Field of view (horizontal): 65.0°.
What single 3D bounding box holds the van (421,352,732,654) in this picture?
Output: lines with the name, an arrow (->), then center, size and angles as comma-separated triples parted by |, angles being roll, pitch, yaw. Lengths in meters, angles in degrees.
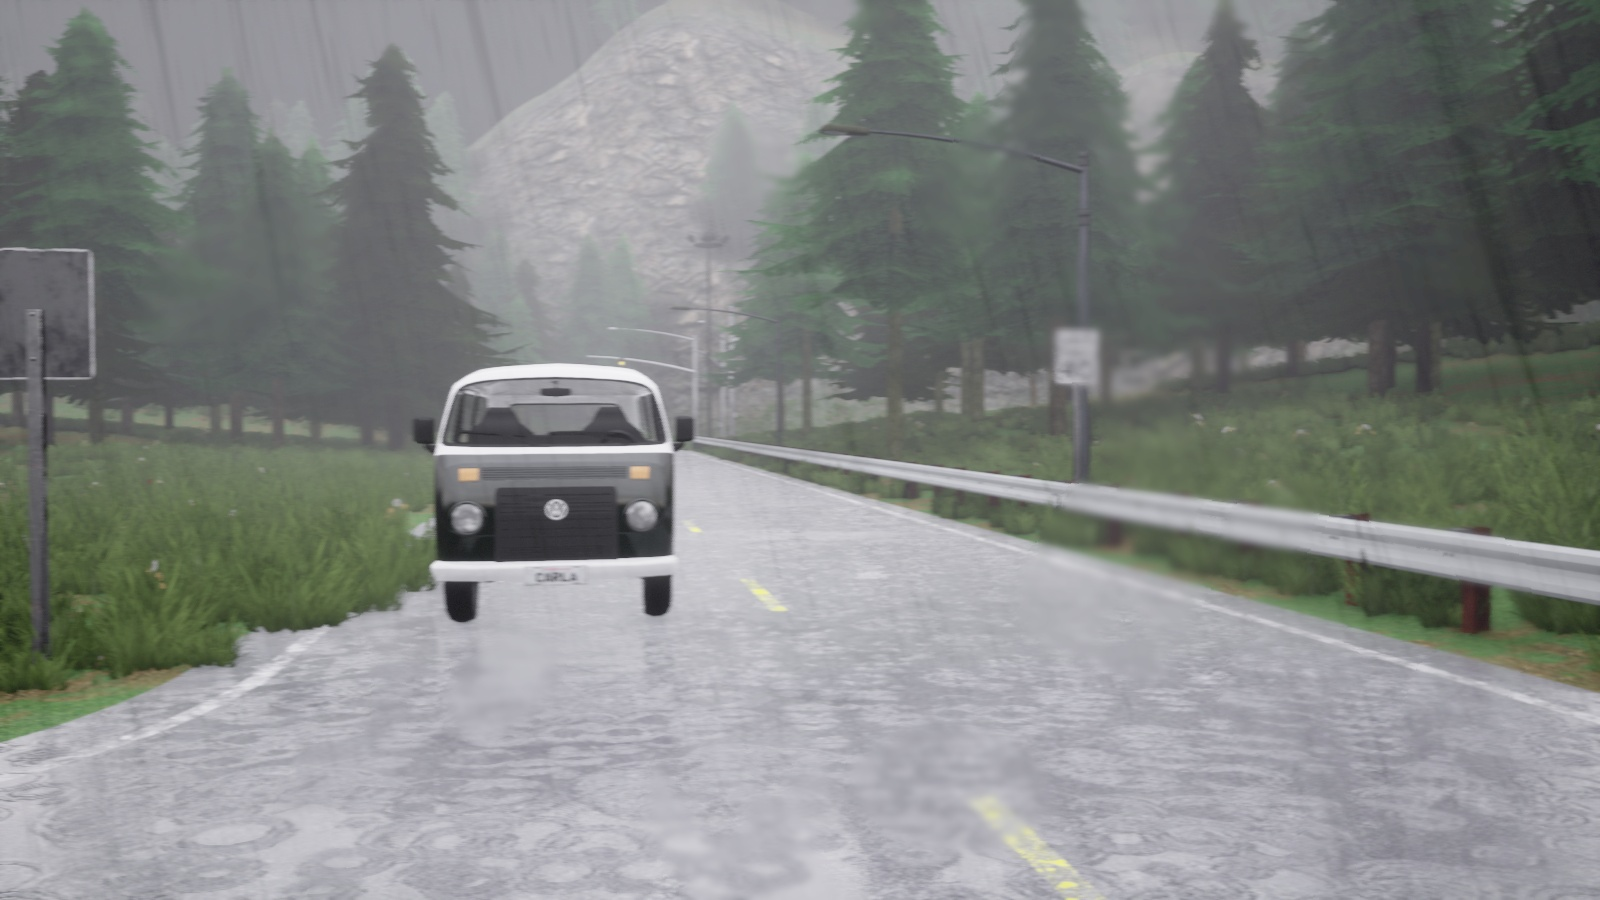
van -> -1.884, 0.308, 10.936 | 2.069, 2.038, 4.480 | -2, 1, -9
